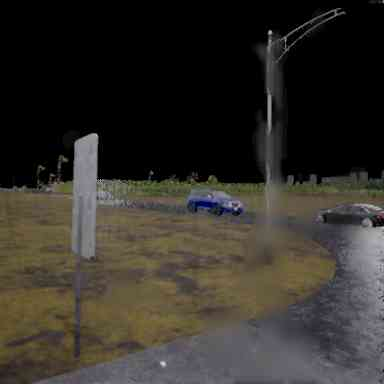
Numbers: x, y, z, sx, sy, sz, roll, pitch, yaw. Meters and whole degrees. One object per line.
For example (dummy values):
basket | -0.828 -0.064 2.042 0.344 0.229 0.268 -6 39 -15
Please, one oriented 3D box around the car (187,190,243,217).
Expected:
car | 1.781 0.869 27.695 2.150 2.045 5.566 2 0 -35

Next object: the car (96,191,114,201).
car | -13.103 0.587 48.970 1.812 1.442 4.674 2 0 -35

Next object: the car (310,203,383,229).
car | 10.284 1.498 21.842 4.892 1.490 1.837 2 5 44
